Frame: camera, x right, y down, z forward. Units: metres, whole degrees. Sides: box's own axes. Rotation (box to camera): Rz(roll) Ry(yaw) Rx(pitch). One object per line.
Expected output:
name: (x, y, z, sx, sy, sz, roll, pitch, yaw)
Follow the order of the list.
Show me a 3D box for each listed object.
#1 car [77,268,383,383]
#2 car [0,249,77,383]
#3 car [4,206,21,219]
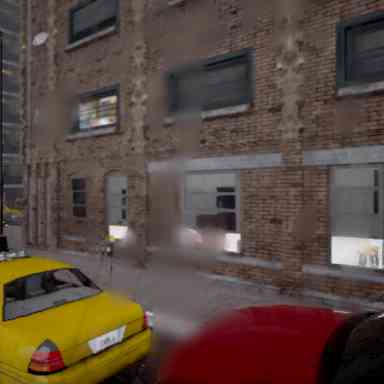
car: (1.994, 1.316, 1.455, 5.009, 1.841, 2.192, 0, 0, 36)
car: (-2.770, 1.523, 4.854, 4.829, 1.417, 1.752, 0, 0, 36)
car: (-18.503, 1.816, 30.760, 1.752, 1.417, 4.829, -1, -2, 35)
